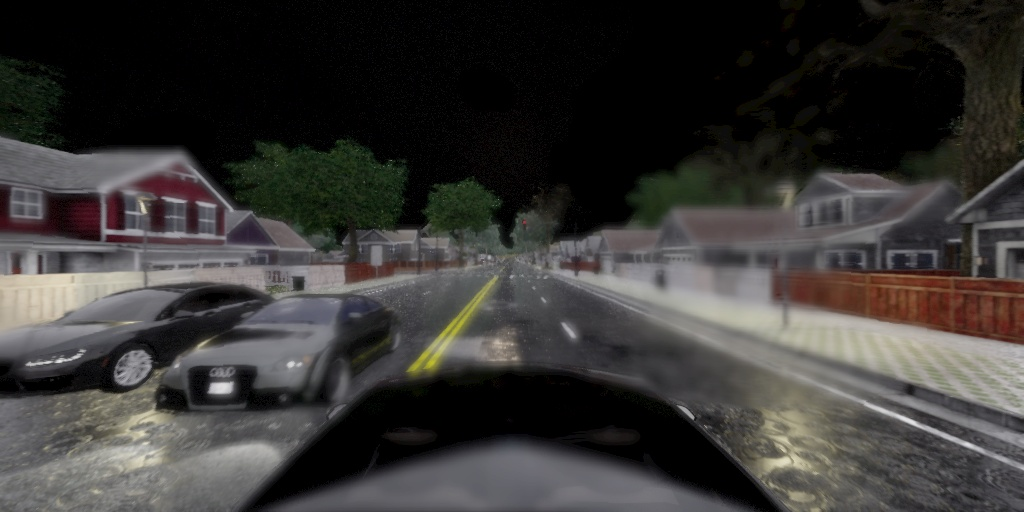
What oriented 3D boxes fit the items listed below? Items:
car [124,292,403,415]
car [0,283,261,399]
[{"bbox_3d":[-3.351,1.364,6.144,1.994,1.385,4.181,0,-1,0],"label":"car"},{"bbox_3d":[-6.602,1.314,6.877,1.837,1.490,4.892,0,-1,0],"label":"car"}]
